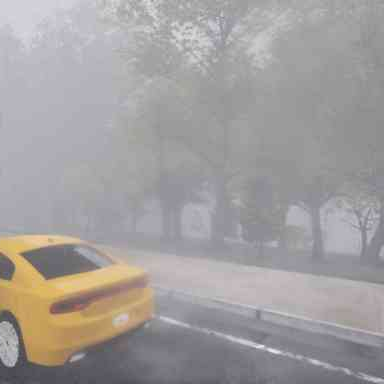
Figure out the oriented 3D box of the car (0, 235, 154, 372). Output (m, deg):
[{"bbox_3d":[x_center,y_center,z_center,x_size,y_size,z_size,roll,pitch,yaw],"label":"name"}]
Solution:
[{"bbox_3d":[-2.913,1.489,5.754,5.008,1.535,1.882,0,0,36],"label":"car"}]
